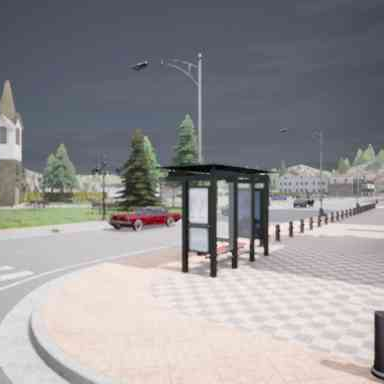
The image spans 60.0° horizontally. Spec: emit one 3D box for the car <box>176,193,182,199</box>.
[{"bbox_3d":[-1.200,1.277,92.083,4.514,1.523,2.007,0,0,35],"label":"car"}]

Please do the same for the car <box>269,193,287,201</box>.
[{"bbox_3d":[20.125,1.341,77.150,3.633,1.501,1.845,0,0,35],"label":"car"}]

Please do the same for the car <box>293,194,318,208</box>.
[{"bbox_3d":[15.726,1.467,46.682,1.882,1.535,5.008,0,0,35],"label":"car"}]

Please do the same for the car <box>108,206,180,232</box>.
[{"bbox_3d":[-2.829,1.569,20.388,1.895,1.301,4.718,0,0,35],"label":"car"}]
